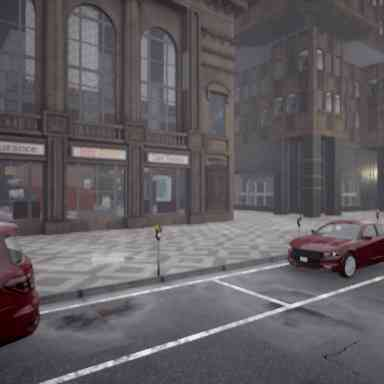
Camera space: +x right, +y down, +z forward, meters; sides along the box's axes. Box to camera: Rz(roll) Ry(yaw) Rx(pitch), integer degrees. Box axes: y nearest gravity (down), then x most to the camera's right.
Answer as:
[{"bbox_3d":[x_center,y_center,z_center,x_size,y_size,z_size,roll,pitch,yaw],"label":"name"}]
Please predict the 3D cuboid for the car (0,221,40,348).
[{"bbox_3d":[-4.336,1.318,3.546,5.009,1.841,2.192,0,0,-36],"label":"car"}]

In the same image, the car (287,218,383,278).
[{"bbox_3d":[4.770,1.527,10.074,4.507,1.381,1.887,0,0,-36],"label":"car"}]
